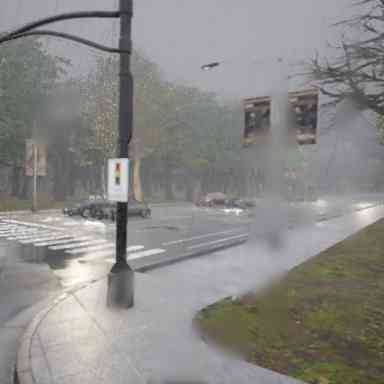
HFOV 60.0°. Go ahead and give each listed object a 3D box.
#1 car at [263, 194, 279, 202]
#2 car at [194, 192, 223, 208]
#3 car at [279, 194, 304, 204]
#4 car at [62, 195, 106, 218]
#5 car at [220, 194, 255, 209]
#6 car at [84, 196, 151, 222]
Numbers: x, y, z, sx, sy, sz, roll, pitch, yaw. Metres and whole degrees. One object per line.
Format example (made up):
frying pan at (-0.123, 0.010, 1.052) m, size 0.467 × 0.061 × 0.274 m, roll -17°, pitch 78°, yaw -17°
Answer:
car at (12.907, 1.019, 52.516) m, size 1.895 × 1.301 × 4.718 m, roll 2°, pitch 1°, yaw 36°
car at (2.184, 0.795, 37.687) m, size 2.097 × 1.767 × 4.553 m, roll 2°, pitch 1°, yaw 36°
car at (15.568, 1.006, 50.648) m, size 2.033 × 1.411 × 5.357 m, roll 2°, pitch 1°, yaw 36°
car at (-7.159, 1.020, 24.648) m, size 1.837 × 1.490 × 4.892 m, roll 2°, pitch 1°, yaw 36°
car at (5.340, 1.092, 36.523) m, size 1.994 × 1.385 × 4.181 m, roll 2°, pitch 1°, yaw 36°
car at (-4.713, 1.169, 22.487) m, size 1.994 × 1.385 × 4.181 m, roll 2°, pitch 1°, yaw 35°
